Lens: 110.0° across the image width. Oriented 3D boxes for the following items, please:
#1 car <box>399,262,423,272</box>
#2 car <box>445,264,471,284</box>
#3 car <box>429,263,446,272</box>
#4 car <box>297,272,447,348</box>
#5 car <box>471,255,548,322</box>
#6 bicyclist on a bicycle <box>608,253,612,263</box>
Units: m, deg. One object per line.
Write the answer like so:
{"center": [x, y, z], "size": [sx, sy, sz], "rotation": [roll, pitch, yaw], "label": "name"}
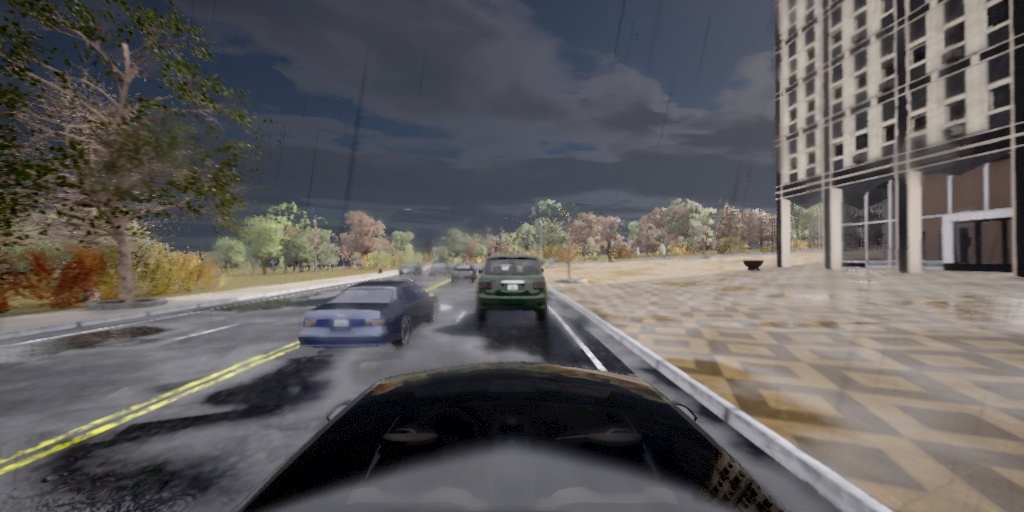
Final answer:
{"center": [-11.016, 1.452, 39.267], "size": [2.128, 1.511, 4.902], "rotation": [0, 0, -3], "label": "car"}
{"center": [-3.802, 1.378, 29.122], "size": [2.128, 1.511, 4.902], "rotation": [0, 0, -2], "label": "car"}
{"center": [-7.717, 1.479, 38.516], "size": [1.812, 1.442, 4.674], "rotation": [0, 0, -3], "label": "car"}
{"center": [-3.251, 1.330, 9.319], "size": [2.033, 1.411, 5.357], "rotation": [0, 0, 0], "label": "car"}
{"center": [-0.030, 1.011, 12.646], "size": [2.150, 2.045, 5.566], "rotation": [0, -1, -1], "label": "car"}
{"center": [15.761, 0.305, 58.014], "size": [0.582, 1.620, 1.656], "rotation": [-2, -1, -5], "label": "bicyclist on a bicycle"}
